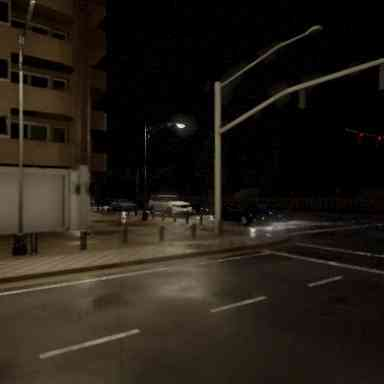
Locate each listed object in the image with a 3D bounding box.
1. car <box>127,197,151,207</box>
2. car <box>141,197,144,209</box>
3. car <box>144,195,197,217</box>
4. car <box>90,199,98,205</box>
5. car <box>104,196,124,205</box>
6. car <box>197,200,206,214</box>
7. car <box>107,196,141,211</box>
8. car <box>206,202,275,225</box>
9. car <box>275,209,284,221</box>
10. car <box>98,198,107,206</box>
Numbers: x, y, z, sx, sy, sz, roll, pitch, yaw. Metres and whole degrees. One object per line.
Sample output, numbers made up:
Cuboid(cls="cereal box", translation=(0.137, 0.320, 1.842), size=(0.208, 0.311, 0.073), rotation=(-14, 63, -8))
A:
Cuboid(cls="car", translation=(-8.642, 1.582, 54.078), size=(1.882, 1.535, 5.008), rotation=(0, 0, -36))
Cuboid(cls="car", translation=(-5.667, 1.661, 43.657), size=(1.994, 1.385, 4.181), rotation=(0, 0, -36))
Cuboid(cls="car", translation=(-2.259, 1.311, 32.936), size=(2.150, 2.045, 5.566), rotation=(0, 0, -36))
Cuboid(cls="car", translation=(-17.574, 1.487, 54.337), size=(1.882, 1.535, 5.008), rotation=(0, 0, -36))
Cuboid(cls="car", translation=(-14.724, 1.609, 62.528), size=(1.837, 1.490, 4.892), rotation=(0, 0, -36))
Cuboid(cls="car", translation=(0.161, 1.602, 35.563), size=(1.837, 1.490, 4.892), rotation=(0, 0, -36))
Cuboid(cls="car", translation=(-8.634, 1.616, 41.796), size=(1.812, 1.442, 4.674), rotation=(0, 0, -36))
Cuboid(cls="car", translation=(3.506, 1.594, 24.941), size=(1.837, 1.490, 4.892), rotation=(0, 0, -36))
Cuboid(cls="car", translation=(5.570, 1.622, 28.097), size=(1.812, 1.442, 4.674), rotation=(0, 0, -36))
Cuboid(cls="car", translation=(-14.647, 1.667, 56.260), size=(1.994, 1.385, 4.181), rotation=(0, 0, -36))
